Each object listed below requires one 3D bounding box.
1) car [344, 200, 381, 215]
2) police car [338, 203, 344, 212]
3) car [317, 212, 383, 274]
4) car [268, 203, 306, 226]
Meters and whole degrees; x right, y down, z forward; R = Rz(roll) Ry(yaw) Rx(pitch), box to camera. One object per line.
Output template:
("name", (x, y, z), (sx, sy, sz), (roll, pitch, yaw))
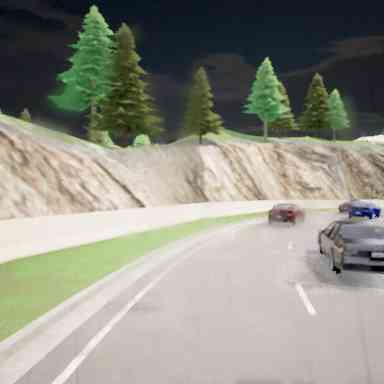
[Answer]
("car", (15.727, 1.628, 30.186), (1.882, 1.535, 5.008), (0, 0, 40))
("police car", (18.868, 1.686, 38.336), (4.974, 1.542, 2.038), (1, 0, -40))
("car", (5.201, 1.597, 10.588), (2.033, 1.411, 5.357), (0, 0, 15))
("car", (7.070, 1.550, 24.487), (1.882, 1.535, 5.008), (0, 0, 29))
